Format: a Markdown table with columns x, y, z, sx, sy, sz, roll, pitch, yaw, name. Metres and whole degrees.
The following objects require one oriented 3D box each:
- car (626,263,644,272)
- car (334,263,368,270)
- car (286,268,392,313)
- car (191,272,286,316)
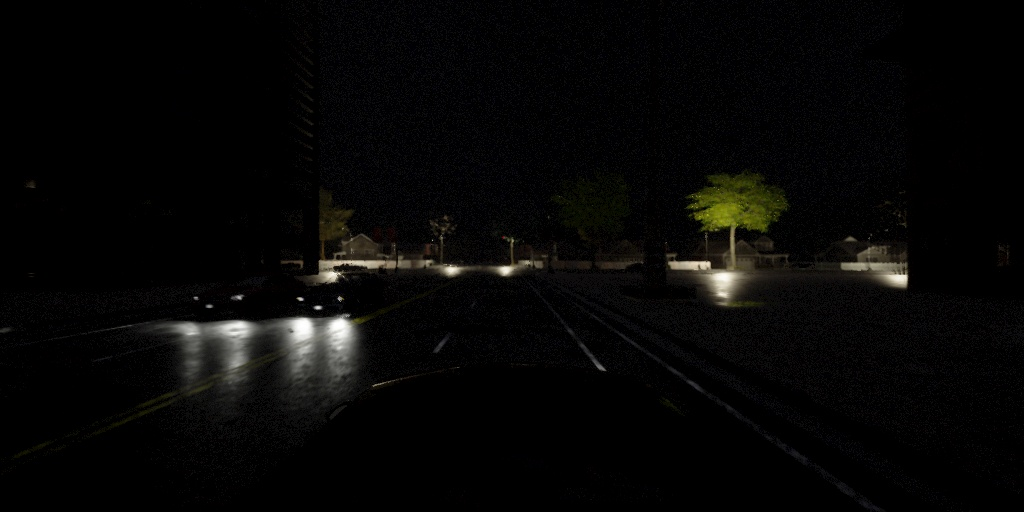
| x | y | z | sx | sy | sz | roll | pitch | yaw | name |
| --- | --- | --- | --- | --- | --- | --- | --- | --- | --- |
| 19.921 | 1.757 | 54.548 | 5.008 | 1.535 | 1.882 | 0 | 0 | 1 | car |
| -24.921 | 1.768 | 55.665 | 4.718 | 1.301 | 1.895 | 0 | 0 | 1 | car |
| -6.663 | 1.415 | 14.959 | 2.033 | 1.411 | 5.357 | 0 | -1 | 0 | car |
| -9.907 | 1.386 | 14.054 | 1.812 | 1.442 | 4.674 | 0 | -1 | 0 | car |
